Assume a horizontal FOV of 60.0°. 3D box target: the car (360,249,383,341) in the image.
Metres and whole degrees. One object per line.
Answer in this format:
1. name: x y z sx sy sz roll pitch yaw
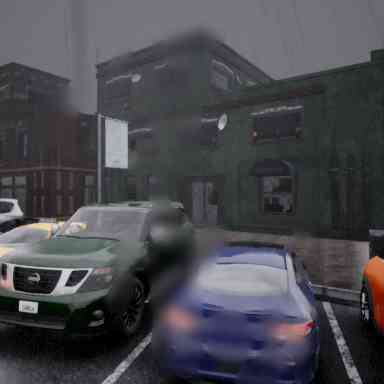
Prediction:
1. car: 3.439 1.360 3.695 2.185 1.767 4.553 1 -1 15

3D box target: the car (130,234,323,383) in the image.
1. car: 0.975 1.526 5.399 2.002 1.452 4.674 0 -1 15

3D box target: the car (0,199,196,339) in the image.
1. car: -1.457 1.236 7.118 2.435 2.045 5.566 1 -1 15
